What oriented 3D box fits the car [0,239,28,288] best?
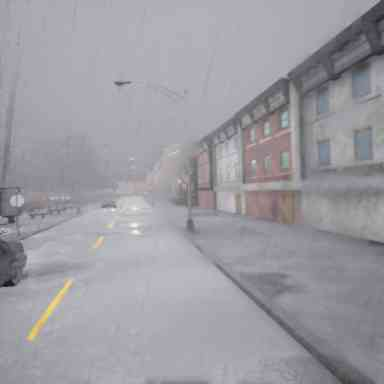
[{"bbox_3d":[-5.088,1.685,6.890,2.033,1.411,5.357,-2,0,-9],"label":"car"}]

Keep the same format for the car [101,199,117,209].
[{"bbox_3d":[-12.019,1.734,48.431,1.994,1.385,4.181,-2,0,-9],"label":"car"}]
